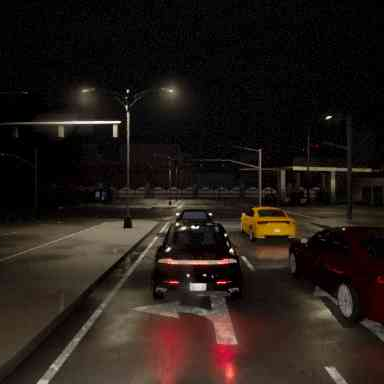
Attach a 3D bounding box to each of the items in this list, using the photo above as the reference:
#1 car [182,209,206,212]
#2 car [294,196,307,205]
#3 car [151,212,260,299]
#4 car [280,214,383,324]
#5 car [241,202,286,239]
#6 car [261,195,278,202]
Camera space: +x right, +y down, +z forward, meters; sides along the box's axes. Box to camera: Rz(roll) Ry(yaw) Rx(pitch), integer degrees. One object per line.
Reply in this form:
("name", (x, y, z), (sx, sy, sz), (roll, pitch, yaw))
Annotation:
("car", (0.111, 1.564, 17.168), (1.994, 1.385, 4.181), (0, 0, -1))
("car", (18.986, 1.456, 57.497), (1.970, 1.475, 3.806), (0, 0, 0))
("car", (0.104, 1.492, 8.399), (2.128, 1.511, 4.902), (0, 0, 0))
("car", (3.603, 1.478, 7.238), (1.882, 1.535, 5.008), (0, 0, 0))
("car", (3.610, 1.478, 16.490), (1.882, 1.535, 5.008), (0, 0, 0))
("car", (13.240, 1.295, 56.738), (2.242, 1.667, 4.611), (0, 0, 0))
